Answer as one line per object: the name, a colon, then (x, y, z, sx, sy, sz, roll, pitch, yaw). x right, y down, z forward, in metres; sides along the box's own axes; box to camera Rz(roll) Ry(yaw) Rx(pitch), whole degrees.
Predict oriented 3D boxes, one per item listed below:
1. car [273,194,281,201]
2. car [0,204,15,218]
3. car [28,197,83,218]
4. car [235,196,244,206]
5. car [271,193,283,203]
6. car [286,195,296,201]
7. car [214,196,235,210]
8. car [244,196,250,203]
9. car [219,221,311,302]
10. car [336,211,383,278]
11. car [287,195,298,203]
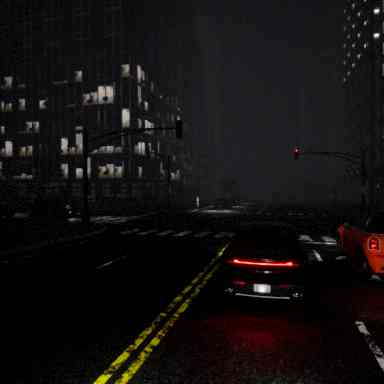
car: (20.534, 1.235, 80.316, 1.882, 1.535, 5.008, 0, 0, 15)
car: (-16.696, 1.434, 27.286, 4.313, 1.339, 1.947, 1, 1, 16)
car: (-11.733, 1.216, 28.670, 4.553, 1.767, 2.097, 1, 1, 17)
car: (6.972, 1.466, 54.279, 1.837, 1.490, 4.892, 0, 1, 15)
car: (17.927, 1.157, 70.260, 2.150, 2.045, 5.566, 0, 0, 15)
car: (23.680, 1.464, 79.498, 2.033, 1.411, 5.357, 0, 0, 15)
car: (4.017, 1.501, 42.894, 1.812, 1.442, 4.674, 0, 0, 14)
car: (10.812, 1.471, 68.726, 1.812, 1.442, 4.674, 0, 0, 15)
car: (1.878, 1.501, 8.380, 1.837, 1.490, 4.892, 0, 0, 15)
car: (5.753, 1.347, 9.974, 2.097, 1.767, 4.553, 0, 0, 15)
car: (21.093, 1.463, 69.503, 2.128, 1.511, 4.902, 0, 0, 15)
